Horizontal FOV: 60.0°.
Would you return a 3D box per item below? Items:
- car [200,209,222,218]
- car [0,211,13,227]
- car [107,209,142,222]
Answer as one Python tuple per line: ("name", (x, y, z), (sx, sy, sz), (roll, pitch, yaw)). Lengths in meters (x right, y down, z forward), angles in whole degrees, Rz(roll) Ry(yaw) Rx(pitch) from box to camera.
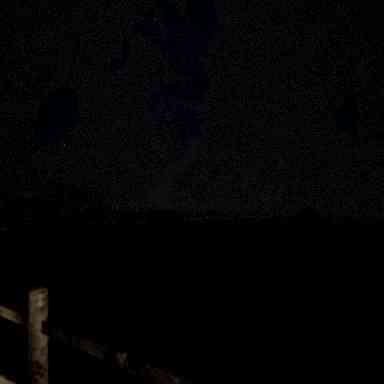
("car", (3.279, 3.701, 57.520), (2.128, 1.511, 4.902), (0, -3, 35))
("car", (-17.785, 2.211, 28.015), (1.837, 1.490, 4.892), (0, -2, 34))
("car", (-8.322, 2.856, 41.378), (2.128, 1.511, 4.902), (0, -3, 35))
